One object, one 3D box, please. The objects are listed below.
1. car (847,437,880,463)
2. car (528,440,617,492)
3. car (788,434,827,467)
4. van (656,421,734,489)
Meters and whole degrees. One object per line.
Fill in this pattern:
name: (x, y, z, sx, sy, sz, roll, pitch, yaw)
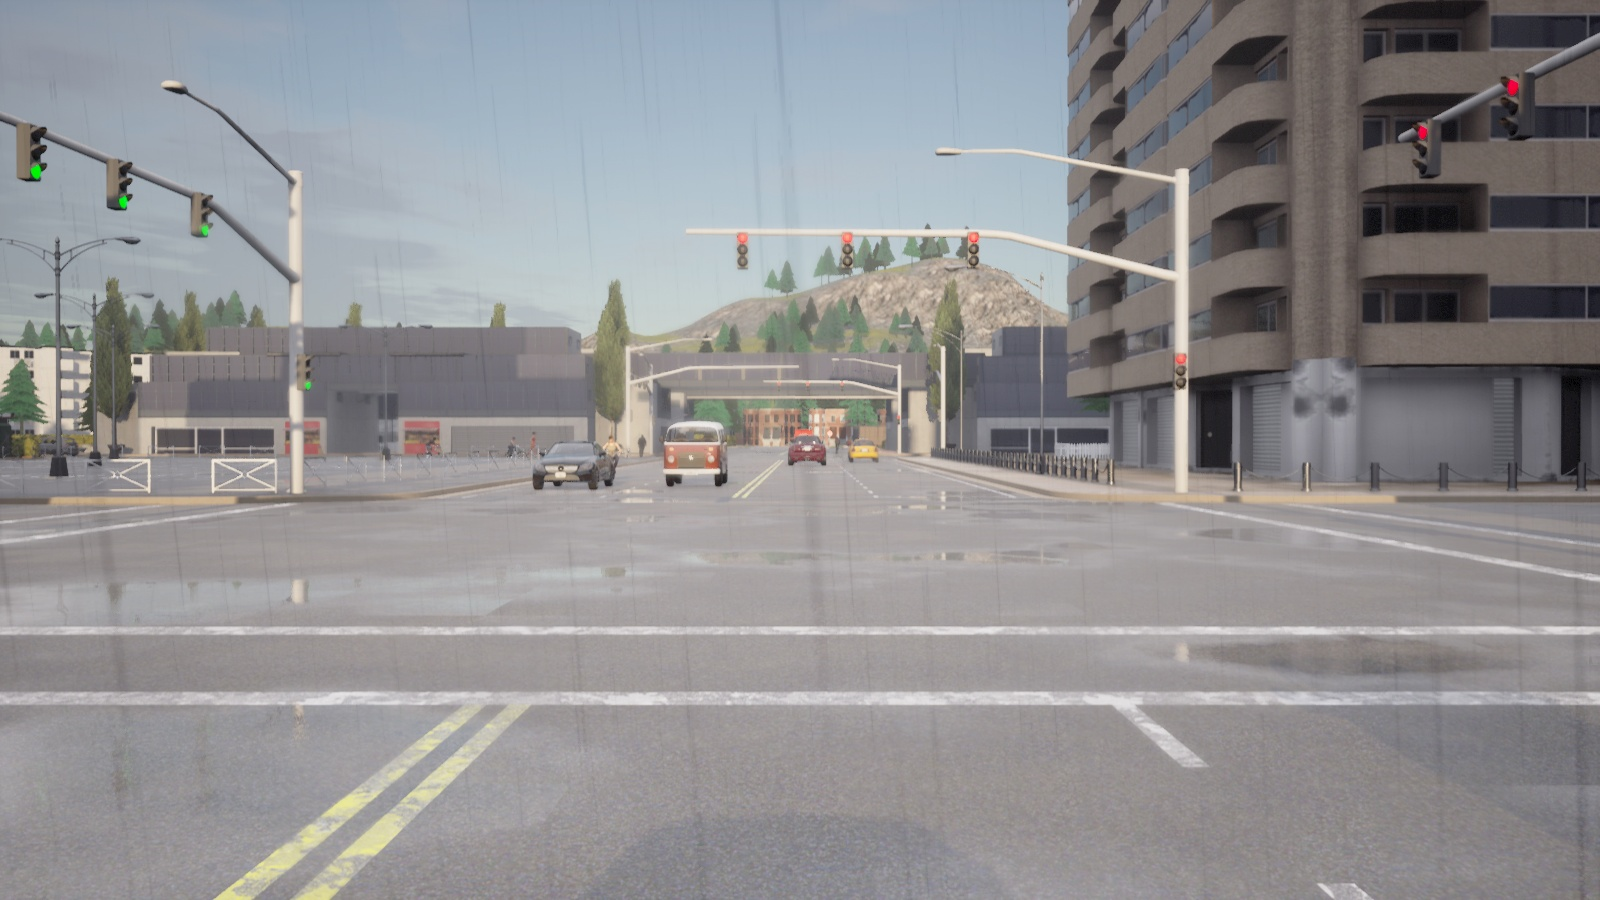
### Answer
car: (3.954, 0.003, 78.779, 1.801, 1.575, 5.366, 0, 0, 0)
car: (-6.774, 0.436, 37.912, 1.812, 1.442, 4.674, 0, 0, 0)
car: (0.404, -0.003, 69.814, 2.097, 1.767, 4.553, 0, 0, 0)
van: (-3.262, 0.120, 39.906, 2.069, 2.038, 4.480, 0, 0, 0)
